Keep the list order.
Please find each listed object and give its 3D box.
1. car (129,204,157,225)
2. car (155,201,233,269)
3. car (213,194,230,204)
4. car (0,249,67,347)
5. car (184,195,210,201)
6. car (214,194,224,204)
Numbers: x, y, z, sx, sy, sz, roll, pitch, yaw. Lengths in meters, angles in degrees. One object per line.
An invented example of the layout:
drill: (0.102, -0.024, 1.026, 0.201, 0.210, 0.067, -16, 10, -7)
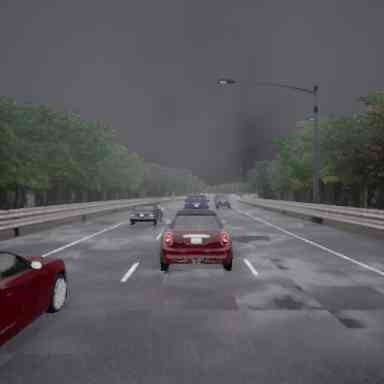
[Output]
car: (-3.197, 1.568, 24.068, 2.033, 1.411, 5.357, 0, 0, 1)
car: (0.138, 1.355, 11.257, 2.097, 1.767, 4.553, 0, 0, 0)
car: (4.510, 1.471, 48.982, 2.097, 1.767, 4.553, 0, 0, 3)
car: (-3.395, 1.477, 4.607, 1.882, 1.535, 5.008, 0, 0, 0)
car: (0.446, 1.259, 30.266, 2.150, 2.045, 5.566, 0, 0, 1)
car: (5.730, 1.498, 70.851, 2.150, 2.045, 5.566, 0, 0, 4)
